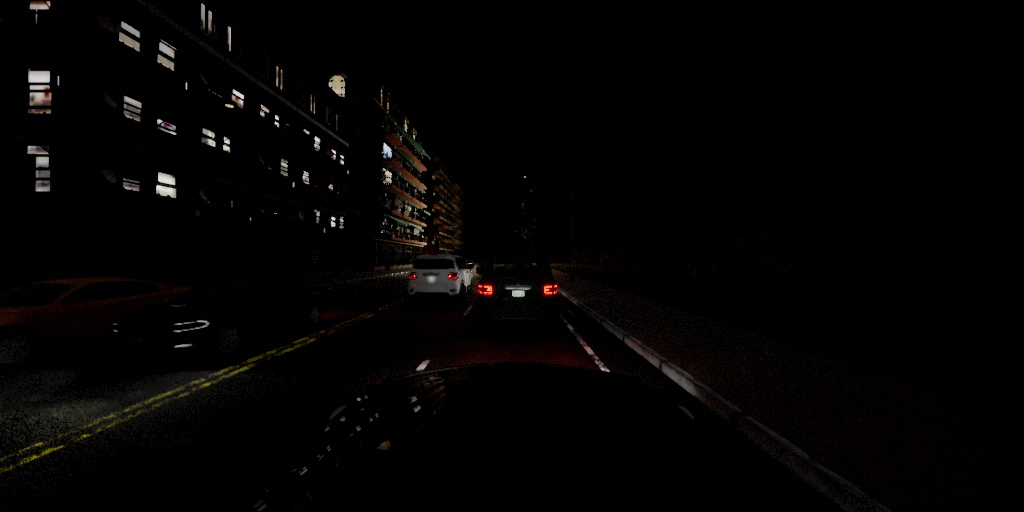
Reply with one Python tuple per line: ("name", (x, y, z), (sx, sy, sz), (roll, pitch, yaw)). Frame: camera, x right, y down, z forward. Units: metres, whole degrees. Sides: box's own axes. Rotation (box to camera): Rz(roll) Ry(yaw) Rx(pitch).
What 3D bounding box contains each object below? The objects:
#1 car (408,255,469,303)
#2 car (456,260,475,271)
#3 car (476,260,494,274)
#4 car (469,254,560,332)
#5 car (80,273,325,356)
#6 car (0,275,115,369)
("car", (-3.139, 0.971, 16.669), (2.150, 2.045, 5.566), (0, 0, 0))
("car", (-6.562, 1.301, 51.149), (2.033, 1.411, 5.357), (0, 0, 0))
("car", (-3.120, 1.279, 42.364), (1.812, 1.442, 4.674), (0, 0, 0))
("car", (0.111, 0.973, 11.076), (2.150, 2.045, 5.566), (0, 0, -1))
("car", (-6.593, 1.229, 8.800), (1.882, 1.535, 5.008), (0, 0, 0))
("car", (-9.844, 1.229, 7.996), (1.882, 1.535, 5.008), (0, 0, 0))
